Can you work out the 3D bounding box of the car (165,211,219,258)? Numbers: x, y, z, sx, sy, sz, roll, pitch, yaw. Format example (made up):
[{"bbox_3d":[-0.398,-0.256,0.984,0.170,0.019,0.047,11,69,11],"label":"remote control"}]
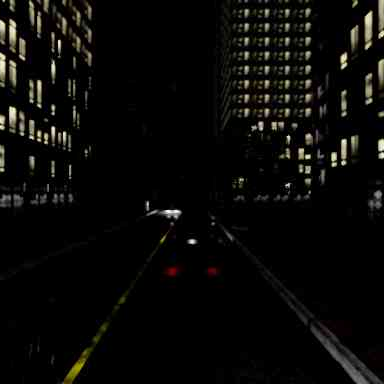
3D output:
[{"bbox_3d":[0.025,1.704,13.470,1.994,1.385,4.181,0,-1,1],"label":"car"}]

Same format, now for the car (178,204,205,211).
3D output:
[{"bbox_3d":[0.034,1.807,28.490,1.837,1.490,4.892,0,0,0],"label":"car"}]

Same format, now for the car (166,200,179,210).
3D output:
[{"bbox_3d":[-2.989,2.062,52.552,2.128,1.511,4.902,0,-1,0],"label":"car"}]
